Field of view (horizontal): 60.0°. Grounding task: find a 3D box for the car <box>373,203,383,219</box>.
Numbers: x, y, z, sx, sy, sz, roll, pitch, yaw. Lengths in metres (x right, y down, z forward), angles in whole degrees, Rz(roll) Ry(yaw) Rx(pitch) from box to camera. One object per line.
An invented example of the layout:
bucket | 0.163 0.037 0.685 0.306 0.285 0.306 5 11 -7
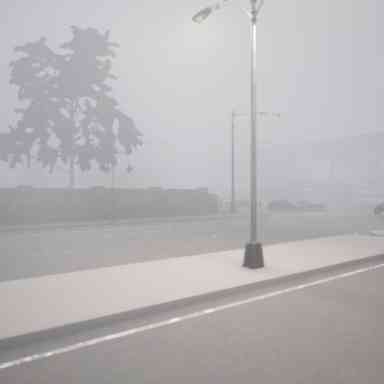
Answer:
car | 17.604 1.491 27.304 1.837 1.490 4.892 0 0 -35

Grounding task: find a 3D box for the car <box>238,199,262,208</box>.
car | 7.674 1.585 47.419 1.895 1.301 4.718 0 0 -35

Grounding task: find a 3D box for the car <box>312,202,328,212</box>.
car | 13.469 1.584 39.207 1.895 1.301 4.718 0 0 -35

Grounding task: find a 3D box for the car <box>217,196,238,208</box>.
car | 3.822 1.339 46.800 2.097 1.767 4.553 0 0 -35

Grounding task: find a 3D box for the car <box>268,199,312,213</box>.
car | 10.605 1.511 37.198 1.812 1.442 4.674 0 0 -35
